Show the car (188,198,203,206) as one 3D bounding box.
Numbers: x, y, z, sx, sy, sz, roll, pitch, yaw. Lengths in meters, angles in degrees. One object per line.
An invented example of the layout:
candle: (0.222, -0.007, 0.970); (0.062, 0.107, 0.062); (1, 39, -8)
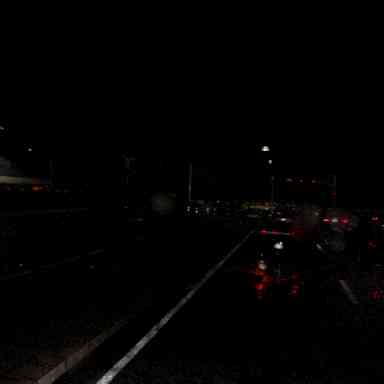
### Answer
car: (0.732, 1.812, 58.985); (1.895, 1.301, 4.718); (2, 0, 16)

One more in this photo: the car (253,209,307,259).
car: (3.673, 1.681, 13.756); (2.128, 1.511, 4.902); (2, 0, 16)

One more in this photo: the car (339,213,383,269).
car: (6.796, 1.787, 11.978); (1.882, 1.535, 5.008); (2, 0, 17)

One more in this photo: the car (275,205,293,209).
car: (7.784, 1.905, 28.215); (1.837, 1.490, 4.892); (2, 0, 16)

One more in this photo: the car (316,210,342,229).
car: (10.523, 2.047, 25.142); (2.033, 1.411, 5.357); (2, 0, 16)

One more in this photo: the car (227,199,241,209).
car: (7.117, 1.983, 55.863); (1.812, 1.442, 4.674); (2, 0, 16)

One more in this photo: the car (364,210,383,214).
car: (14.514, 2.169, 26.308); (1.837, 1.490, 4.892); (2, 0, 16)

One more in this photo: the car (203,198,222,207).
car: (3.939, 1.827, 57.467); (2.128, 1.511, 4.902); (2, 0, 16)
